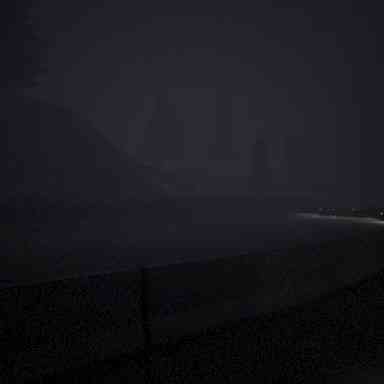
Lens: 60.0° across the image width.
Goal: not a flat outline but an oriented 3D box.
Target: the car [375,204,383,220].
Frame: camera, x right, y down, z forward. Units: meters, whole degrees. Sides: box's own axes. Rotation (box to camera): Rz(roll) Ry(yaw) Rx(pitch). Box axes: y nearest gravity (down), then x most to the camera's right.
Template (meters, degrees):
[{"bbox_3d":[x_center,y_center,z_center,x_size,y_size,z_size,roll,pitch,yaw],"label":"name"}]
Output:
[{"bbox_3d":[18.674,1.796,30.246,2.033,1.411,5.357,-1,-1,42],"label":"car"}]

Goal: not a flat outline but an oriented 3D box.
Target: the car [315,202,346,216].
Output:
[{"bbox_3d":[16.090,1.908,37.966,1.812,1.442,4.674,-1,-1,40],"label":"car"}]

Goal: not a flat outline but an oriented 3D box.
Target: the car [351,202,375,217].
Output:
[{"bbox_3d":[18.537,1.801,35.447,1.882,1.535,5.008,-1,-1,41],"label":"car"}]

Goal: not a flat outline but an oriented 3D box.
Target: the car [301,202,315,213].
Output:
[{"bbox_3d":[16.030,2.006,43.362,2.033,1.411,5.357,-1,-1,39],"label":"car"}]
